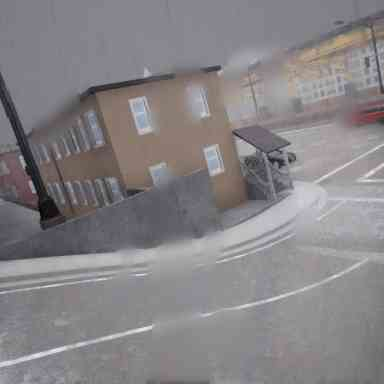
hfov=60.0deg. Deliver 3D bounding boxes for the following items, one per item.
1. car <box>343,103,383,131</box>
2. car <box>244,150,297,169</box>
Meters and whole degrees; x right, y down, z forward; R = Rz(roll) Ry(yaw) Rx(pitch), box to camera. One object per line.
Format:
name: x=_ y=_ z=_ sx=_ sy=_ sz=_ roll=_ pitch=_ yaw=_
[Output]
car: x=18.320 y=-7.749 z=33.950 sx=2.150 sy=2.045 sz=5.566 roll=-23 pitch=13 yaw=-32
car: x=6.407 y=-2.809 z=27.796 sx=1.837 sy=1.490 sz=4.892 roll=-23 pitch=13 yaw=-32
